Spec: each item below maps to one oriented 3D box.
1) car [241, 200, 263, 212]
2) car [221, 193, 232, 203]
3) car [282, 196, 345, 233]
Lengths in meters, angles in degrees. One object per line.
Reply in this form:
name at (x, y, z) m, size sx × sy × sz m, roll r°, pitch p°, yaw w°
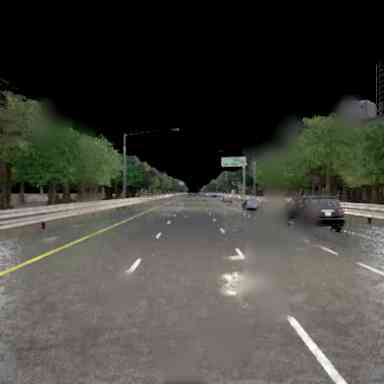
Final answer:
car at (7.099, 1.577, 39.517) m, size 1.994 × 1.385 × 4.181 m, roll 0°, pitch 0°, yaw 0°
car at (7.291, 1.545, 70.085) m, size 2.033 × 1.411 × 5.357 m, roll 0°, pitch 0°, yaw 0°
car at (7.029, 1.228, 19.831) m, size 2.150 × 2.045 × 5.566 m, roll 0°, pitch 0°, yaw 0°
